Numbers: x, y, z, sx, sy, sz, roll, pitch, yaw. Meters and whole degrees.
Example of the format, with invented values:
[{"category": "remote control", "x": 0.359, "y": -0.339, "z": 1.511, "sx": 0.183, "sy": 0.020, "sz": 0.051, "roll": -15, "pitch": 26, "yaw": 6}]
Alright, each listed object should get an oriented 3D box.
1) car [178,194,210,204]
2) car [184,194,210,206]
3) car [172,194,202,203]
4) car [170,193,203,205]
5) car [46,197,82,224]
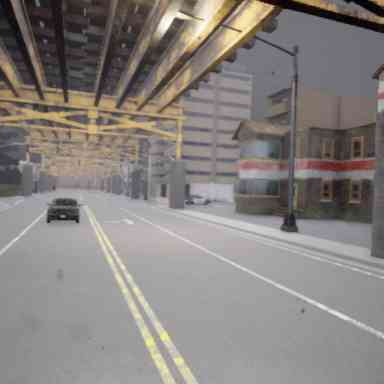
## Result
[{"category": "car", "x": 0.327, "y": 1.011, "z": 48.061, "sx": 4.536, "sy": 1.218, "sz": 1.853, "roll": 2, "pitch": 1, "yaw": -39}, {"category": "car", "x": 0.281, "y": 1.167, "z": 48.029, "sx": 4.974, "sy": 1.542, "sz": 2.038, "roll": 2, "pitch": 1, "yaw": -39}, {"category": "car", "x": -0.733, "y": 0.941, "z": 52.054, "sx": 4.536, "sy": 1.218, "sz": 1.853, "roll": 2, "pitch": 0, "yaw": 6}, {"category": "car", "x": -0.790, "y": 1.096, "z": 52.060, "sx": 4.974, "sy": 1.542, "sz": 2.038, "roll": 2, "pitch": 0, "yaw": 6}, {"category": "car", "x": -8.213, "y": 1.095, "z": 21.480, "sx": 1.882, "sy": 1.535, "sz": 5.008, "roll": 2, "pitch": 0, "yaw": -19}]
